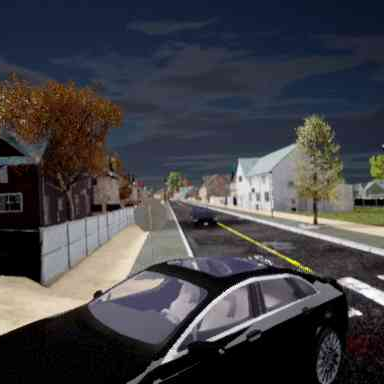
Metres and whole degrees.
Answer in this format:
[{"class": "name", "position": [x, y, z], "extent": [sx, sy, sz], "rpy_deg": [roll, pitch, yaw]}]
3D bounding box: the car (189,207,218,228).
[{"class": "car", "position": [0.767, 1.924, 26.390], "extent": [2.033, 1.411, 5.357], "rpy_deg": [-3, 0, -5]}]

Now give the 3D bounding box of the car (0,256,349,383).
[{"class": "car", "position": [0.032, 1.594, 3.799], "extent": [4.902, 1.511, 2.128], "rpy_deg": [1, -1, -41]}]
